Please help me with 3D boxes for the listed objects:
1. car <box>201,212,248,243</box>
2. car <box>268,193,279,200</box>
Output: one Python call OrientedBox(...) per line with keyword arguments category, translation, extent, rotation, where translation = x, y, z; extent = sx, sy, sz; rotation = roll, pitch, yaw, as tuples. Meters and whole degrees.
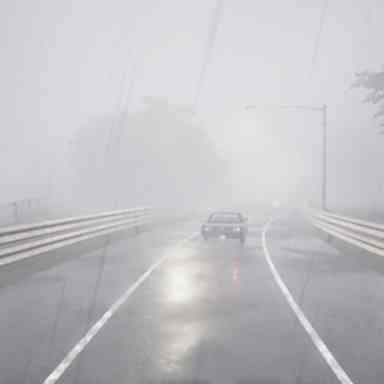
OrientedBox(category="car", translation=(1.727, 1.606, 16.174), extent=(1.895, 1.301, 4.718), rotation=(0, 0, 12))
OrientedBox(category="car", translation=(21.885, 1.201, 89.271), extent=(2.150, 2.045, 5.566), rotation=(0, 0, 3))
